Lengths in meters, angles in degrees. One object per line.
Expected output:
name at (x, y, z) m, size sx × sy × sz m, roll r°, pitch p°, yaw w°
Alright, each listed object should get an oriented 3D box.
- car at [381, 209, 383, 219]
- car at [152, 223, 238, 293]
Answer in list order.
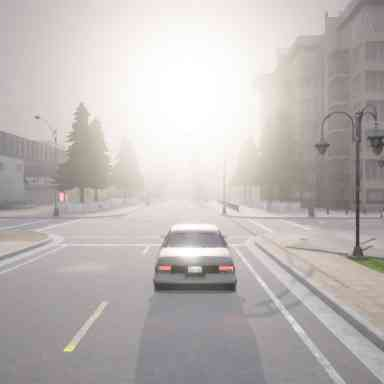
car at (16.684, 1.474, 24.707) m, size 4.902 × 1.511 × 2.128 m, roll 0°, pitch 0°, yaw 0°
car at (0.066, 1.547, 8.963) m, size 2.033 × 1.411 × 5.357 m, roll 0°, pitch 0°, yaw 0°
